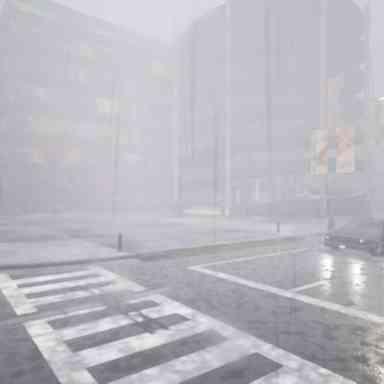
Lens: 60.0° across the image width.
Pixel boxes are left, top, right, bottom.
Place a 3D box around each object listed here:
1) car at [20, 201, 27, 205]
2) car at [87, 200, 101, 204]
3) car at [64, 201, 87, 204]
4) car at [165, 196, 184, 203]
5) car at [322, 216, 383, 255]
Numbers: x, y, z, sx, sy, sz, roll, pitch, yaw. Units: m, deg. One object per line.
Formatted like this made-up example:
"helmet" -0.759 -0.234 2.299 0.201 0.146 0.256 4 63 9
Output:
"car" -27.044 1.959 52.102 2.161 1.482 4.786 1 -1 -38
"car" -17.618 2.129 58.875 1.895 1.301 4.718 1 -1 -38
"car" -16.318 1.818 44.981 2.002 1.452 4.674 1 -1 -38
"car" -3.501 1.899 70.864 2.435 2.045 5.566 1 -1 -38
"car" 7.927 1.761 14.522 5.357 1.411 2.033 1 -1 -38
